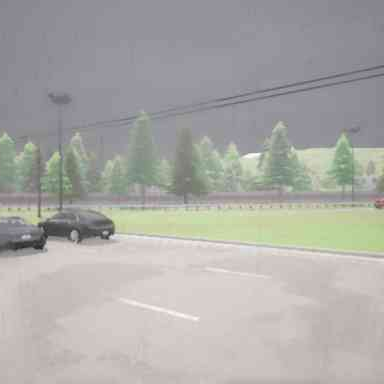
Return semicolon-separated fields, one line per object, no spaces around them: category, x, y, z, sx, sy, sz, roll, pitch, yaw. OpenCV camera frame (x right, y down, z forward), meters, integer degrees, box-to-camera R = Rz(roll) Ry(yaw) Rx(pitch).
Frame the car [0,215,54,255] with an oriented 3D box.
car;-7.943;1.704;13.840;4.181;1.385;1.994;-1;0;36

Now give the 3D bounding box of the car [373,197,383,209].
car;26.777;1.238;43.823;5.566;2.045;2.150;0;0;-14

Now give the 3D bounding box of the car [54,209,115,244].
car;-5.952;1.647;16.719;4.892;1.490;1.837;0;0;36
